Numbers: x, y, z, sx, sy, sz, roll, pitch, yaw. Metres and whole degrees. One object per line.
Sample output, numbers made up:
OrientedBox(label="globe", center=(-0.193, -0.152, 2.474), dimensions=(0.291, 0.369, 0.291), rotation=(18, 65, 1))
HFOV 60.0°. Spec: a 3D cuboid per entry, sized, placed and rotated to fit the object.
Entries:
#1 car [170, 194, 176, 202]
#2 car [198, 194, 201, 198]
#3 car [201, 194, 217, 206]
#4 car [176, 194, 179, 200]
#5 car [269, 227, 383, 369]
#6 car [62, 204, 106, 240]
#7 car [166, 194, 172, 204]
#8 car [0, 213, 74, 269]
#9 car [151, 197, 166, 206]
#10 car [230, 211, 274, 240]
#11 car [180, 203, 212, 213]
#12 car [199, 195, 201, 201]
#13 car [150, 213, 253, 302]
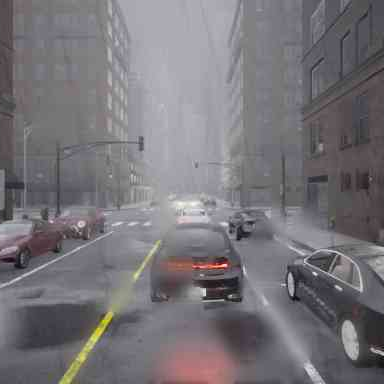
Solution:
OrientedBox(label="car", center=(-5.578, 1.625, 80.537), dimensions=(1.752, 1.417, 4.829), rotation=(0, 0, 0))
OrientedBox(label="car", center=(2.936, 1.523, 75.287), dimensions=(1.967, 1.590, 4.097), rotation=(0, 0, 0))
OrientedBox(label="car", center=(2.895, 1.476, 53.651), dimensions=(1.967, 1.590, 4.097), rotation=(0, 0, 0))
OrientedBox(label="car", center=(-5.558, 1.456, 91.525), dimensions=(2.192, 1.841, 5.009), rotation=(0, 0, 0))
OrientedBox(label="car", center=(2.856, 1.551, 5.558), dimensions=(2.008, 1.369, 4.403), rotation=(0, 0, 0))
OrientedBox(label="car", center=(-5.668, 1.441, 16.562), dimensions=(1.967, 1.590, 4.097), rotation=(0, 0, 0))
OrientedBox(label="car", center=(-5.608, 1.606, 64.482), dimensions=(2.008, 1.369, 4.403), rotation=(0, 0, 0))
OrientedBox(label="car", center=(-5.669, 1.582, 11.060), dimensions=(1.802, 1.307, 4.206), rotation=(0, 0, 0))
OrientedBox(label="car", center=(-5.629, 1.617, 53.665), dimensions=(1.802, 1.307, 4.206), rotation=(0, 0, 0))
OrientedBox(label="car", center=(2.857, 1.566, 16.561), dimensions=(1.947, 1.339, 4.313), rotation=(0, 0, 0))
OrientedBox(label="car", center=(0.084, 1.526, 17.373), dimensions=(1.812, 1.442, 4.674), rotation=(0, 0, -1))
OrientedBox(label="car", center=(2.917, 1.606, 64.469), dimensions=(2.008, 1.369, 4.403), rotation=(0, 0, 0))
OrientedBox(label="car", center=(0.099, 1.505, 8.226), dimensions=(1.837, 1.490, 4.892), rotation=(0, 0, 0))
